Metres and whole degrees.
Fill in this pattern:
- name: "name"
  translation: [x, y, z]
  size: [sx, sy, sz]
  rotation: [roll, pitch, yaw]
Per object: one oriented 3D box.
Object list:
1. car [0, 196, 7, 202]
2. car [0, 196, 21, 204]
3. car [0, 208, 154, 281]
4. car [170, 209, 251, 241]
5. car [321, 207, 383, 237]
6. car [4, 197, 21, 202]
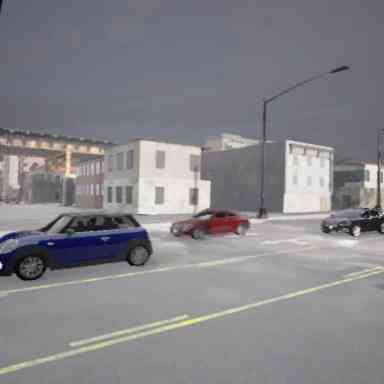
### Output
- name: "car"
  translation: [-45.330, 1.635, 76.984]
  size: [4.536, 1.218, 1.853]
  rotation: [1, -1, 25]
- name: "car"
  translation: [-41.556, 1.872, 77.028]
  size: [2.038, 1.542, 4.974]
  rotation: [1, -1, -5]
- name: "car"
  translation: [-3.515, 1.390, 10.079]
  size: [4.553, 1.767, 2.097]
  rotation: [1, 0, -35]
- name: "car"
  translation: [1.083, 1.635, 17.618]
  size: [4.674, 1.442, 1.812]
  rotation: [0, 0, -35]
- name: "car"
  translation: [9.435, 1.676, 19.201]
  size: [4.892, 1.490, 1.837]
  rotation: [1, -1, -35]
- name: "car"
  translation: [-41.558, 1.716, 77.082]
  size: [1.853, 1.218, 4.536]
  rotation: [1, -1, -5]
